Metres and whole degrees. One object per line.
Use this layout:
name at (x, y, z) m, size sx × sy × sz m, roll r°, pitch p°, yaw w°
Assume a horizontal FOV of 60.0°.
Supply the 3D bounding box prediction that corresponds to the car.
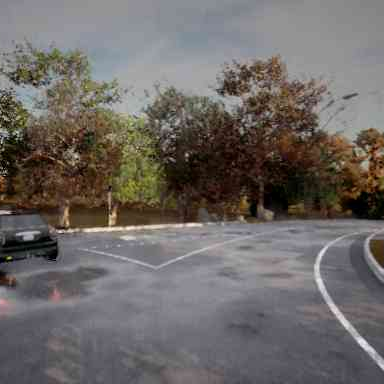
car at (-6.514, 1.397, 11.348) m, size 4.553 × 1.767 × 2.097 m, roll -1°, pitch 0°, yaw 41°
